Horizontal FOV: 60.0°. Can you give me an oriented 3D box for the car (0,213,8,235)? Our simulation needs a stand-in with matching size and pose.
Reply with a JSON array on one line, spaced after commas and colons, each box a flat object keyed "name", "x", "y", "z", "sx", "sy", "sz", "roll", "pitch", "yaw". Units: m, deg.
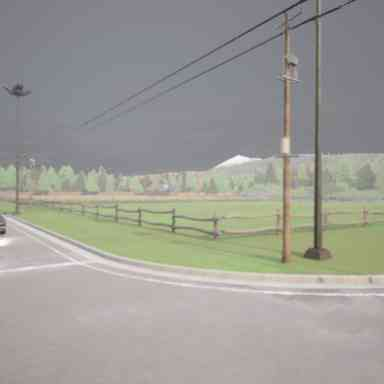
[{"name": "car", "x": -11.528, "y": 1.513, "z": 18.418, "sx": 1.837, "sy": 1.490, "sz": 4.892, "roll": 0, "pitch": 0, "yaw": -36}]
